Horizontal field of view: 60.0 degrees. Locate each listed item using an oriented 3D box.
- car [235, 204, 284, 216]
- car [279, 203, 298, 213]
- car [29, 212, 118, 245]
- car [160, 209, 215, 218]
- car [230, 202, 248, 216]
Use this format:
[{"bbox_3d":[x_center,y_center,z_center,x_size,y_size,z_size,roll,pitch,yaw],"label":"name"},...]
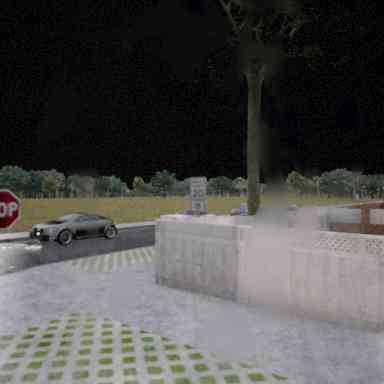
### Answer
[{"bbox_3d":[5.692,1.953,27.650,1.994,1.385,4.181,0,-1,35],"label":"car"},{"bbox_3d":[11.477,2.064,40.894,2.128,1.511,4.902,0,-1,36],"label":"car"},{"bbox_3d":[-5.738,1.719,16.539,1.994,1.385,4.181,0,-1,35],"label":"car"},{"bbox_3d":[-0.256,1.890,24.325,1.895,1.301,4.718,0,-1,35],"label":"car"},{"bbox_3d":[5.565,1.783,32.563,2.097,1.767,4.553,0,-1,35],"label":"car"}]
